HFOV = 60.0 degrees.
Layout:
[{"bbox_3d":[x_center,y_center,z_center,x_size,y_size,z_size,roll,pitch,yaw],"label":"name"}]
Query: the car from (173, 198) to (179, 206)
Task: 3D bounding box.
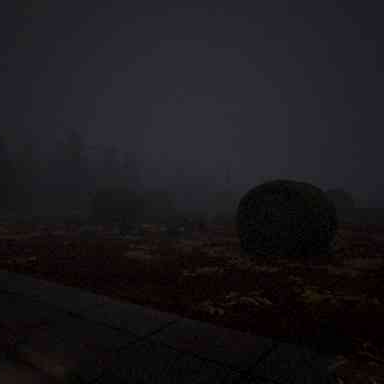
[{"bbox_3d":[-4.434,1.792,61.054,2.097,1.767,4.553,-1,0,37],"label":"car"}]
